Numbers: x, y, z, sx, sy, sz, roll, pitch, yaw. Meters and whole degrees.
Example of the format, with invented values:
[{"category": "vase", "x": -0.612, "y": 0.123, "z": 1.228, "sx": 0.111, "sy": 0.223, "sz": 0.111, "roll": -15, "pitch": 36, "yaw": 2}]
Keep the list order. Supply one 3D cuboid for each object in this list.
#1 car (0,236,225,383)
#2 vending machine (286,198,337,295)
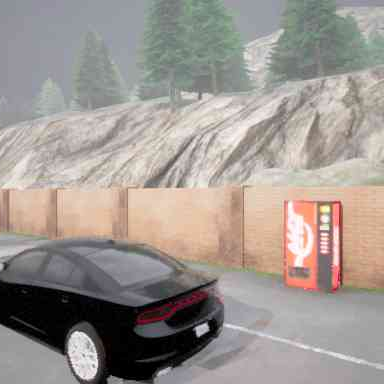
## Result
[{"category": "car", "x": -1.869, "y": 1.477, "z": 5.440, "sx": 5.008, "sy": 1.535, "sz": 1.882, "roll": 0, "pitch": 0, "yaw": 36}, {"category": "vending machine", "x": 2.878, "y": 1.195, "z": 7.955, "sx": 0.880, "sy": 2.100, "sz": 1.100, "roll": 0, "pitch": 0, "yaw": 36}]
